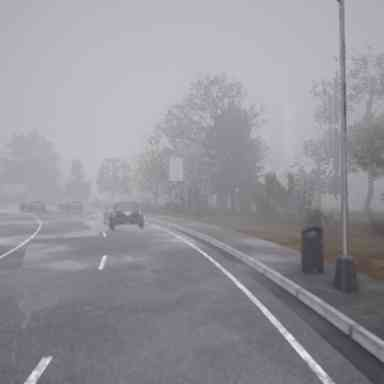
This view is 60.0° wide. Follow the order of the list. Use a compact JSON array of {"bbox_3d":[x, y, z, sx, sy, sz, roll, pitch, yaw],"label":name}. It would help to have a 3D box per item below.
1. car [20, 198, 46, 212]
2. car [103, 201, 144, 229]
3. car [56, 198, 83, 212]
[{"bbox_3d":[-18.185,1.451,37.920,2.128,1.511,4.902,1,0,-40],"label":"car"},{"bbox_3d":[-4.588,1.351,21.913,2.097,1.767,4.553,0,0,-20],"label":"car"},{"bbox_3d":[-14.286,1.481,38.678,2.128,1.511,4.902,1,0,-39],"label":"car"}]
